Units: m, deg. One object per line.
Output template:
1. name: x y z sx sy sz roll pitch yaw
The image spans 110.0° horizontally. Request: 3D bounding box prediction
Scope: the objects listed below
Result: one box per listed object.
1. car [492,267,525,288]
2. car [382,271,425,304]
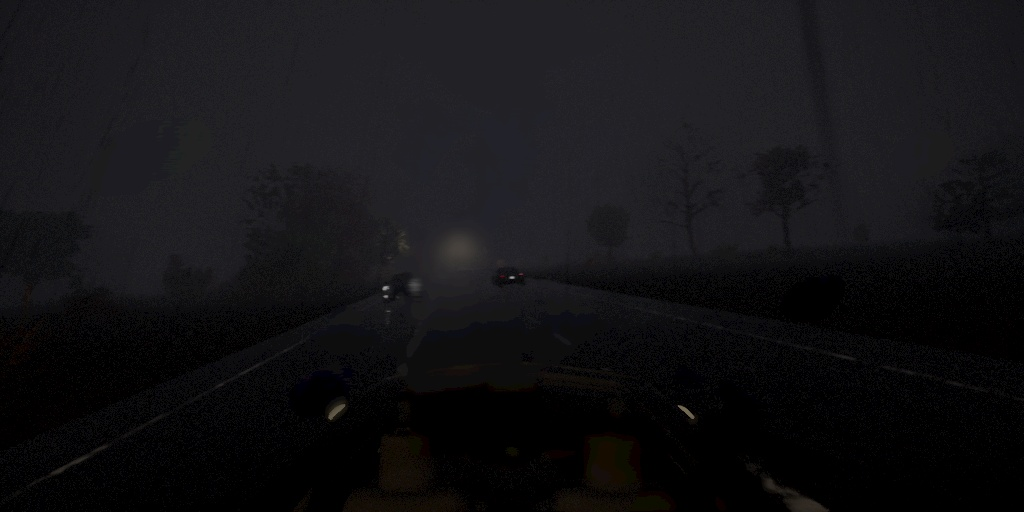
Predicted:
1. car: -0.350 1.522 26.983 1.994 1.385 4.181 -5 0 -10
2. car: -6.599 1.805 22.093 2.097 1.767 4.553 -5 0 -10
